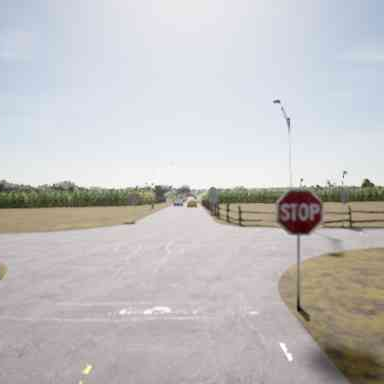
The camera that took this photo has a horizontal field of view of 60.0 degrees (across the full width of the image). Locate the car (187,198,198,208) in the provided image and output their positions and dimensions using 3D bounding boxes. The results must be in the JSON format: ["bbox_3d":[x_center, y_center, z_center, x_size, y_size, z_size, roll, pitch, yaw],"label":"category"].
[{"bbox_3d":[0.031,2.112,62.635,1.882,1.535,5.008,0,-1,0],"label":"car"}]

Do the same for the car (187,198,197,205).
[{"bbox_3d":[0.036,2.142,73.058,2.128,1.511,4.902,0,-1,0],"label":"car"}]

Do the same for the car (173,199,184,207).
[{"bbox_3d":[-2.717,2.231,67.224,1.812,1.442,4.674,0,-1,0],"label":"car"}]
